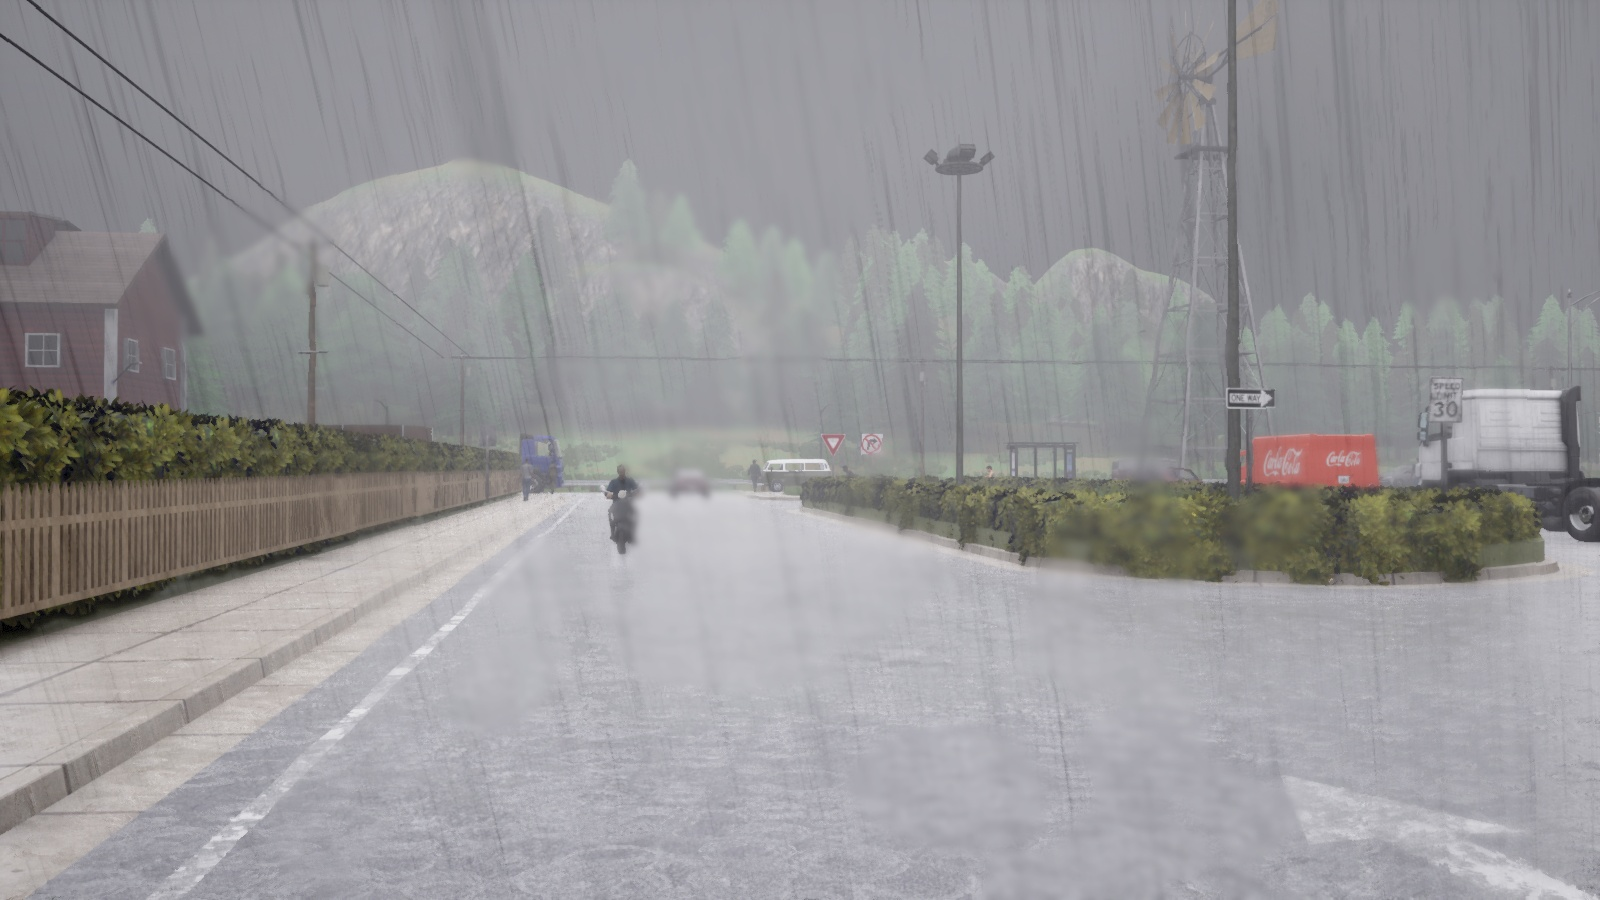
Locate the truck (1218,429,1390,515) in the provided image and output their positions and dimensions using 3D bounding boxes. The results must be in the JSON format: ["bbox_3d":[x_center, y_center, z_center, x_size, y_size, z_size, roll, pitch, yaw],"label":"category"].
[{"bbox_3d":[15.440,0.704,38.912,2.627,2.467,5.204,0,-2,-8],"label":"truck"}]

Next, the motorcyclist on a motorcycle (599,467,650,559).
[{"bbox_3d":[-3.163,1.099,22.583,0.866,1.590,1.817,0,-1,-8],"label":"motorcyclist on a motorcycle"}]

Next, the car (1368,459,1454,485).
[{"bbox_3d":[40.103,1.421,82.497,4.611,1.667,2.242,0,-1,-9],"label":"car"}]

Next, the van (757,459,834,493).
[{"bbox_3d":[-0.303,1.575,76.834,4.480,2.038,2.069,0,-1,-8],"label":"van"}]

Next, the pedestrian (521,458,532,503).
[{"bbox_3d":[-11.389,1.273,52.305,0.354,1.836,0.706,0,-1,-6],"label":"pedestrian"}]

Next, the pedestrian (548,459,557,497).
[{"bbox_3d":[-12.864,1.460,65.263,0.396,1.930,0.692,0,-1,-7],"label":"pedestrian"}]

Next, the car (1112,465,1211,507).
[{"bbox_3d":[13.665,1.352,47.684,1.845,1.501,3.633,0,-1,-19],"label":"car"}]

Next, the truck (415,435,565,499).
[{"bbox_3d":[-17.393,0.938,70.896,7.936,3.462,2.891,0,-1,-8],"label":"truck"}]

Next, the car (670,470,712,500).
[{"bbox_3d":[-5.497,1.732,62.718,1.812,1.442,4.674,0,-1,-8],"label":"car"}]

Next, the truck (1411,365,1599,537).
[{"bbox_3d":[17.228,0.053,27.563,2.891,3.462,7.936,0,-1,-8],"label":"truck"}]

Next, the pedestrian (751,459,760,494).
[{"bbox_3d":[-2.376,1.392,67.010,0.353,1.847,0.614,0,-1,-9],"label":"pedestrian"}]

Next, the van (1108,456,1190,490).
[{"bbox_3d":[21.185,1.411,76.332,4.442,1.987,1.775,0,-1,-8],"label":"van"}]
